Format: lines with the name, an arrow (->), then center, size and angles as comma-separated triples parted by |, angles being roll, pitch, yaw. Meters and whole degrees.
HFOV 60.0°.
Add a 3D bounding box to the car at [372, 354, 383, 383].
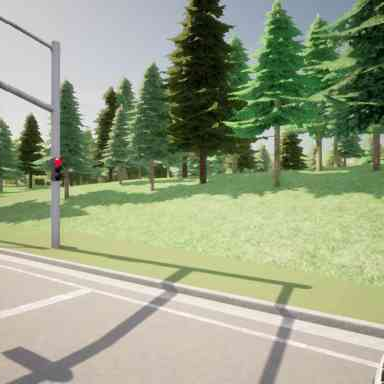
car -> 3.381, 1.352, 1.583 | 4.553, 1.767, 2.097 | 0, 0, 35
